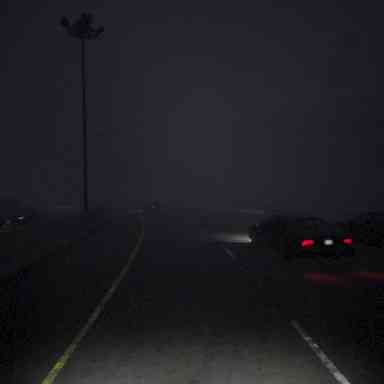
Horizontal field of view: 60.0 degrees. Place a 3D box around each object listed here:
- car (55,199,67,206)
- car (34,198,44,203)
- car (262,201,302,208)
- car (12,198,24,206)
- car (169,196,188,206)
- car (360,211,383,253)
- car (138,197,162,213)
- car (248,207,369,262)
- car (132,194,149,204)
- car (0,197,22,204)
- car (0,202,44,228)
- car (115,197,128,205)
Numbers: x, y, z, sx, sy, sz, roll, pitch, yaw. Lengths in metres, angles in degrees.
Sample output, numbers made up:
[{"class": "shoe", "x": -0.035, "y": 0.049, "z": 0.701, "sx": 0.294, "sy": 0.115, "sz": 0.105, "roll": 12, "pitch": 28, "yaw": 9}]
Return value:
[{"class": "car", "x": -24.951, "y": 2.023, "z": 63.428, "sx": 1.895, "sy": 1.301, "sz": 4.718, "roll": -1, "pitch": 0, "yaw": -26}, {"class": "car", "x": -31.877, "y": 2.037, "z": 69.070, "sx": 2.033, "sy": 1.411, "sz": 5.357, "roll": -1, "pitch": 0, "yaw": -28}, {"class": "car", "x": 8.311, "y": 1.466, "z": 31.368, "sx": 1.895, "sy": 1.301, "sz": 4.718, "roll": -1, "pitch": 0, "yaw": -12}, {"class": "car", "x": -37.360, "y": 2.124, "z": 71.508, "sx": 2.033, "sy": 1.411, "sz": 5.357, "roll": -1, "pitch": 0, "yaw": -30}, {"class": "car", "x": -2.388, "y": 1.405, "z": 55.369, "sx": 2.097, "sy": 1.767, "sz": 4.553, "roll": -1, "pitch": 0, "yaw": -21}, {"class": "car", "x": 7.203, "y": 1.428, "z": 12.431, "sx": 2.033, "sy": 1.411, "sz": 5.357, "roll": -1, "pitch": 0, "yaw": -7}, {"class": "car", "x": -4.779, "y": 1.654, "z": 39.045, "sx": 1.994, "sy": 1.385, "sz": 4.181, "roll": -1, "pitch": 0, "yaw": -15}, {"class": "car", "x": 3.600, "y": 1.489, "z": 11.970, "sx": 2.033, "sy": 1.411, "sz": 5.357, "roll": -1, "pitch": 0, "yaw": -7}, {"class": "car", "x": -9.959, "y": 1.406, "z": 64.923, "sx": 2.150, "sy": 2.045, "sz": 5.566, "roll": -1, "pitch": 0, "yaw": -25}, {"class": "car", "x": -17.392, "y": 1.527, "z": 30.948, "sx": 2.150, "sy": 2.045, "sz": 5.566, "roll": -1, "pitch": 0, "yaw": -12}, {"class": "car", "x": -12.604, "y": 1.745, "z": 24.457, "sx": 1.812, "sy": 1.442, "sz": 4.674, "roll": -1, "pitch": 0, "yaw": -9}, {"class": "car", "x": -13.673, "y": 1.752, "z": 64.328, "sx": 1.837, "sy": 1.490, "sz": 4.892, "roll": 0, "pitch": 0, "yaw": -25}]
